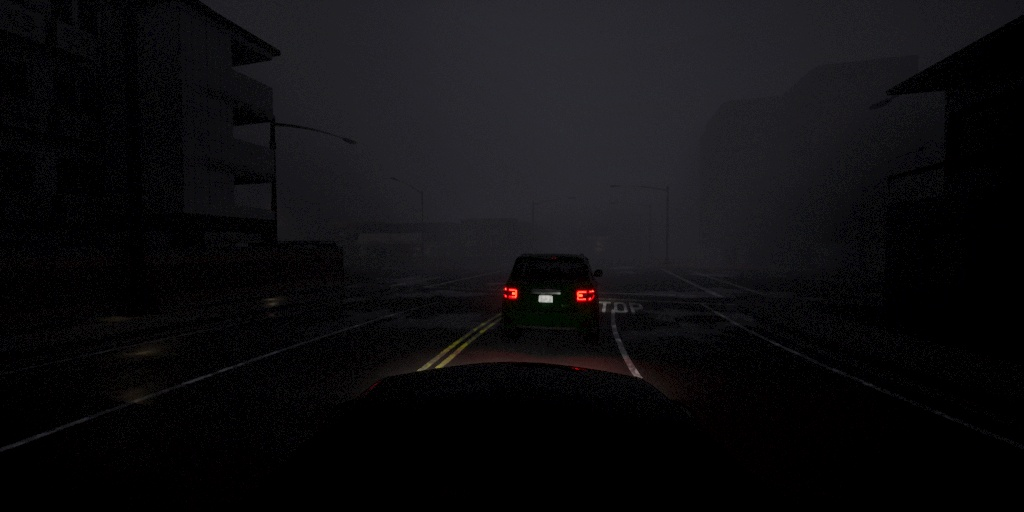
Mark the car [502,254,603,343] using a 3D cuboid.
[{"bbox_3d":[1.274,0.956,9.921,2.150,2.045,5.566,0,0,13],"label":"car"}]
